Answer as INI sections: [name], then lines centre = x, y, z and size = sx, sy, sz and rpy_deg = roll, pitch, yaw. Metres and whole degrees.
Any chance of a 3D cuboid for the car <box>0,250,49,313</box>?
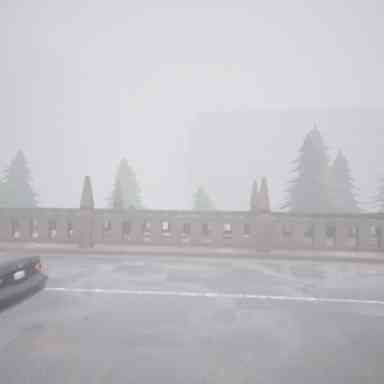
[car]
centre = -5.498, 1.478, 6.046
size = 5.357, 1.411, 2.033
rpy_deg = 0, 0, 6
